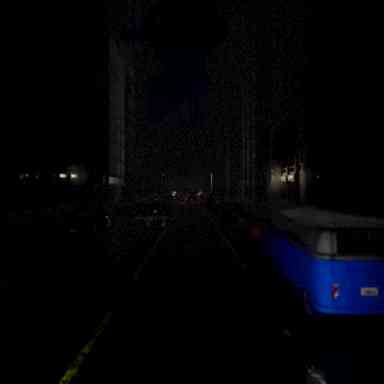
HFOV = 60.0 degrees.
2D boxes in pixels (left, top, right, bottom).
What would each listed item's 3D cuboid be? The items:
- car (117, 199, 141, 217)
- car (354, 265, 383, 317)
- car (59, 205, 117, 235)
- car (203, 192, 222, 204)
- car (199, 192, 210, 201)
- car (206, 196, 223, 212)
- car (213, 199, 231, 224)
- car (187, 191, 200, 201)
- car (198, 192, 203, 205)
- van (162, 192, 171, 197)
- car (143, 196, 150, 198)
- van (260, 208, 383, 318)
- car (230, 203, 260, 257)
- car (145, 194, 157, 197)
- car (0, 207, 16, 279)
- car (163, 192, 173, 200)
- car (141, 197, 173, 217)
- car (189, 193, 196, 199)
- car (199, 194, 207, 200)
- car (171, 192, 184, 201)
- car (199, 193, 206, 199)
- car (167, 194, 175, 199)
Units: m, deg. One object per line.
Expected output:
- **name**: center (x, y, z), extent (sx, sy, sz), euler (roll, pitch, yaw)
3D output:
- **car**: center (-5.738, 1.422, 29.467), extent (2.008, 1.369, 4.403), euler (0, 0, 0)
- **car**: center (2.766, 1.538, 1.429), extent (1.887, 1.381, 4.507), euler (0, 0, 0)
- **car**: center (-5.746, 1.484, 18.248), extent (1.947, 1.339, 4.313), euler (0, 0, 0)
- **car**: center (2.796, 1.142, 40.691), extent (2.192, 1.841, 5.009), euler (0, 0, 0)
- **car**: center (2.822, 1.015, 74.345), extent (2.192, 1.841, 5.009), euler (0, 0, 0)
- **car**: center (2.791, 1.431, 35.083), extent (1.802, 1.307, 4.206), euler (0, 0, 0)
- **car**: center (2.783, 1.460, 23.865), extent (1.947, 1.339, 4.313), euler (0, 0, 0)
- **car**: center (0.055, 0.831, 70.404), extent (2.150, 2.045, 5.566), euler (0, 0, 0)
- **car**: center (2.392, 1.238, 52.661), extent (1.801, 1.575, 5.366), euler (0, 0, 0)
- **van**: center (-5.704, 1.041, 74.342), extent (1.690, 1.788, 3.998), euler (0, 0, 0)
- **car**: center (-5.734, 1.431, 35.077), extent (1.802, 1.307, 4.206), euler (0, 0, 0)
- **van**: center (2.770, 1.309, 7.037), extent (1.690, 1.788, 3.998), euler (0, 0, 0)
- **car**: center (2.775, 1.382, 12.646), extent (1.967, 1.590, 4.097), euler (0, 0, 0)
- **car**: center (-5.730, 1.353, 40.516), extent (1.752, 1.417, 4.829), euler (0, 0, 0)
- **car**: center (-5.755, 1.282, 7.028), extent (2.192, 1.841, 5.009), euler (0, 0, 0)
- **car**: center (-5.699, 0.994, 79.951), extent (2.192, 1.841, 5.009), euler (0, 0, 0)
- **car**: center (-3.073, 1.434, 29.741), extent (1.994, 1.385, 4.181), euler (0, 0, 0)
- **car**: center (0.069, 0.997, 87.776), extent (1.837, 1.490, 4.892), euler (0, 0, 0)
- **car**: center (2.830, 1.204, 85.565), extent (1.887, 1.381, 4.507), euler (0, 0, 0)
- **car**: center (-2.945, 1.181, 70.871), extent (1.837, 1.490, 4.892), euler (0, 0, 0)
- **car**: center (2.834, 1.079, 91.173), extent (1.967, 1.590, 4.097), euler (0, 0, 0)
- **car**: center (-5.691, 1.189, 91.171), extent (2.008, 1.369, 4.403), euler (0, 0, 0)
